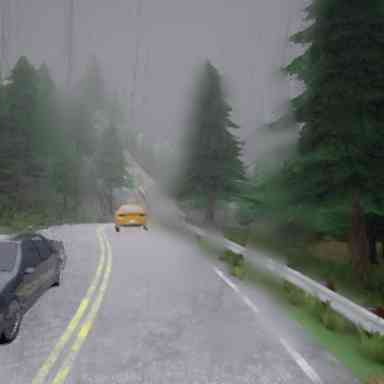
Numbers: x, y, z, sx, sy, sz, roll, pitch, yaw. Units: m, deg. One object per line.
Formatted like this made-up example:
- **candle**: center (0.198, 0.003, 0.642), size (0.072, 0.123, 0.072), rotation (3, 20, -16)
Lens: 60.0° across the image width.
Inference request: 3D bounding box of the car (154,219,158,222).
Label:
- **car**: center (-3.484, 4.289, 48.132), size (1.895, 1.301, 4.718), rotation (-3, -10, 29)

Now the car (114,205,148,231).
- **car**: center (-3.951, 1.574, 21.457), size (1.882, 1.535, 5.008), rotation (0, -1, -13)

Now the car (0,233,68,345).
- **car**: center (-3.850, 1.575, 6.549), size (2.033, 1.411, 5.357), rotation (0, 0, -9)
